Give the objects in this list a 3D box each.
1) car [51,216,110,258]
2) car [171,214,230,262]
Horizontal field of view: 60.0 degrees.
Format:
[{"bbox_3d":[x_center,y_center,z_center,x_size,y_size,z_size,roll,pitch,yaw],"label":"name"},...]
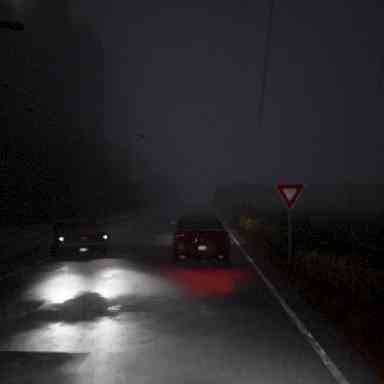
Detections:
[{"bbox_3d":[-4.562,1.679,13.434,1.895,1.301,4.718,0,0,-23],"label":"car"},{"bbox_3d":[0.232,1.552,12.531,1.882,1.535,5.008,0,0,-2],"label":"car"}]
